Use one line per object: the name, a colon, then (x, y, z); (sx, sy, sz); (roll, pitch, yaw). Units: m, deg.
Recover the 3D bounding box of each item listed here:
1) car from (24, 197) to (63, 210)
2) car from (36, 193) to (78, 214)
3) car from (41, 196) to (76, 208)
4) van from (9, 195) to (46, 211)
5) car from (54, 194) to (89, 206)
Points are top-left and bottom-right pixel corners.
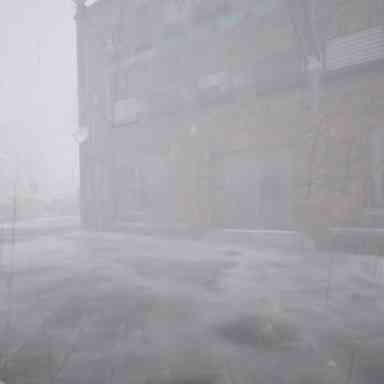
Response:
car: (-21.071, 1.573, 47.166); (4.892, 1.521, 2.231); (-2, 2, 24)
car: (-13.068, 1.225, 34.776); (5.566, 2.045, 2.435); (-2, 1, 24)
car: (-19.952, 1.457, 49.720); (4.674, 1.452, 2.002); (-2, 2, 24)
van: (-22.086, 1.491, 44.552); (4.442, 1.987, 1.878); (-2, 2, 24)
car: (-18.882, 1.269, 52.159); (4.892, 1.521, 2.231); (-2, 2, 24)
